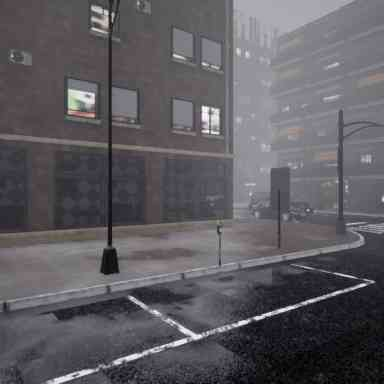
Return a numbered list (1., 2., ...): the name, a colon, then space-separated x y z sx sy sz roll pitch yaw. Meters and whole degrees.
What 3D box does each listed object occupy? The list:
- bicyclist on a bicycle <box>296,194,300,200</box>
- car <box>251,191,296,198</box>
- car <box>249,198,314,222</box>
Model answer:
1. bicyclist on a bicycle: 11.485 1.011 36.175 1.656 1.620 0.582 0 1 -36
2. car: 7.135 0.988 27.301 2.150 2.045 5.566 0 1 -36
3. car: 6.227 1.342 24.159 2.008 1.369 4.403 1 0 -36
